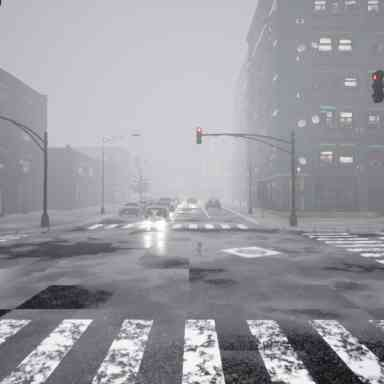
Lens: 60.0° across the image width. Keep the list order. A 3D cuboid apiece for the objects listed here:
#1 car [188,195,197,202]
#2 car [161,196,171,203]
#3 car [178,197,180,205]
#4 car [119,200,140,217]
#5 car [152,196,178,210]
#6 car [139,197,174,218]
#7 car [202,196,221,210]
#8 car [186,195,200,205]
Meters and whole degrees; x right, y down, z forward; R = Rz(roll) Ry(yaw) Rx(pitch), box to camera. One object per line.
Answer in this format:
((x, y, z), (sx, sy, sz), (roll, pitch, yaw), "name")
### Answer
((0.021, 1.378, 69.892), (1.812, 1.442, 4.674), (0, 0, 0), "car")
((-5.655, 1.604, 71.600), (1.802, 1.307, 4.206), (1, 0, 0), "car")
((-3.077, 1.539, 47.960), (1.812, 1.442, 4.674), (0, 0, 0), "car")
((-5.743, 1.554, 31.797), (1.887, 1.381, 4.507), (1, 0, 0), "car")
((-3.084, 1.363, 38.964), (2.097, 1.767, 4.553), (0, 0, 0), "car")
((-3.088, 1.500, 29.946), (2.128, 1.511, 4.902), (0, 0, 0), "car")
((2.719, 1.452, 43.225), (1.967, 1.590, 4.097), (1, 0, 0), "car")
((0.019, 1.495, 59.466), (1.882, 1.535, 5.008), (0, 0, 0), "car")
